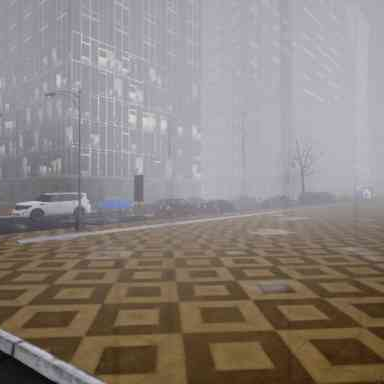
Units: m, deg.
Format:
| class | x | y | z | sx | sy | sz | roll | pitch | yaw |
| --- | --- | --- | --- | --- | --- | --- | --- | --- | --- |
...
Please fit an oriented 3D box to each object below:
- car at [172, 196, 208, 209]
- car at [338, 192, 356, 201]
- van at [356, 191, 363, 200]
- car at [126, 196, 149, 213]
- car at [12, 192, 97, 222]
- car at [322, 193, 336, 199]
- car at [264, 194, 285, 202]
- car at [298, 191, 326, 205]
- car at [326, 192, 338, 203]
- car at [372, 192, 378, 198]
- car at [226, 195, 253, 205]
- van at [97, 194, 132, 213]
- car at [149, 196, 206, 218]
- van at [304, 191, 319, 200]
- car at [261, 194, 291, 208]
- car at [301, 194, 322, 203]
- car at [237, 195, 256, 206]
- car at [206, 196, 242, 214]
| class | x | y | z | sx | sy | sz | roll | pitch | yaw |
| --- | --- | --- | --- | --- | --- | --- | --- | --- | --- |
| car | -0.194 | 1.218 | 41.291 | 1.887 | 1.381 | 4.507 | 1 | 1 | 41 |
| car | 28.453 | 0.957 | 61.905 | 1.752 | 1.417 | 4.829 | 1 | 1 | 41 |
| van | 35.735 | 0.683 | 70.424 | 1.690 | 1.788 | 3.998 | 1 | 1 | 41 |
| car | -3.791 | 1.354 | 33.085 | 1.895 | 1.301 | 4.718 | 0 | 1 | 41 |
| car | -10.478 | 1.059 | 25.261 | 2.150 | 2.045 | 5.566 | 0 | 1 | 41 |
| car | 33.070 | 0.828 | 80.212 | 1.947 | 1.339 | 4.313 | 1 | 1 | 41 |
| car | 14.593 | 1.056 | 58.585 | 1.947 | 1.339 | 4.313 | 1 | 1 | 41 |
| car | 17.258 | 0.885 | 48.798 | 2.192 | 1.841 | 5.009 | 1 | 1 | 41 |
| car | 20.953 | 0.839 | 53.123 | 2.192 | 1.841 | 5.009 | 1 | 1 | 41 |
| car | 43.151 | 0.704 | 79.641 | 1.801 | 1.575 | 5.366 | 0 | 1 | 41 |
| car | 7.202 | 1.148 | 49.934 | 1.947 | 1.339 | 4.313 | 1 | 1 | 41 |
| van | -7.669 | 1.106 | 32.711 | 1.690 | 1.788 | 3.998 | 1 | 1 | 41 |
| car | -1.125 | 1.240 | 27.096 | 1.967 | 1.590 | 4.097 | 1 | 1 | 41 |
| van | 25.680 | 0.694 | 71.557 | 1.690 | 1.788 | 3.998 | 1 | 1 | 41 |
| car | 9.866 | 1.244 | 40.151 | 1.802 | 1.307 | 4.206 | 1 | 1 | 41 |
| car | 20.265 | 1.062 | 56.325 | 1.994 | 1.385 | 4.181 | 0 | 1 | 41 |
| car | 6.750 | 1.170 | 45.373 | 2.033 | 1.411 | 5.357 | 0 | 1 | 41 |
| car | 2.527 | 1.320 | 31.459 | 1.947 | 1.339 | 4.313 | 1 | 1 | 41 |
